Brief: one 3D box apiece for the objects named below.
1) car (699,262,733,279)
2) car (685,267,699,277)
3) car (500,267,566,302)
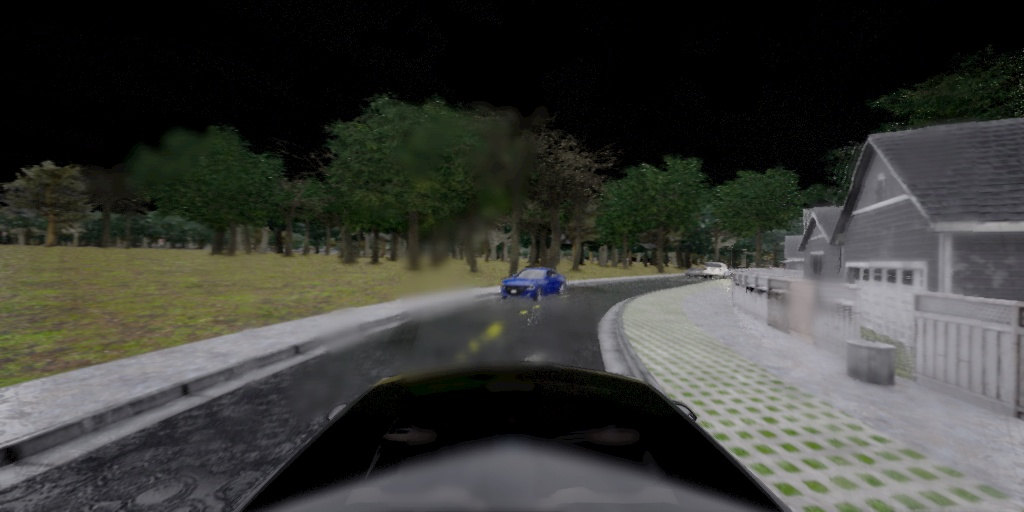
[{"bbox_3d":[25.211,1.852,44.159,2.150,2.045,5.566,5,0,38],"label":"car"},{"bbox_3d":[26.357,2.298,51.683,1.895,1.301,4.718,1,-1,39],"label":"car"},{"bbox_3d":[1.197,1.329,18.030,1.882,1.535,5.008,1,-1,27],"label":"car"}]
